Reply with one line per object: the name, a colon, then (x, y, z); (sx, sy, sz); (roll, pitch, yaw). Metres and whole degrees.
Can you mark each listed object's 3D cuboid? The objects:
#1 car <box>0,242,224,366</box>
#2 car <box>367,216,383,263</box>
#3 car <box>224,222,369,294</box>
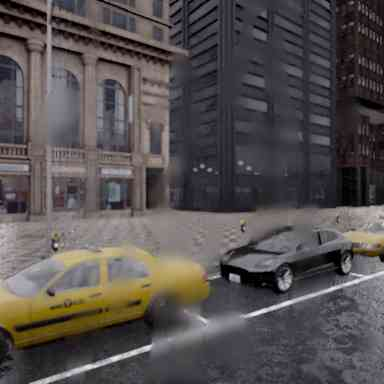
car: (-1.896, 1.554, 5.475); (4.829, 1.417, 1.752); (0, -1, -37)
car: (7.058, 1.607, 12.338); (4.829, 1.417, 1.752); (0, -1, -37)
car: (2.716, 1.622, 9.010); (4.313, 1.339, 1.947); (0, -1, -37)
